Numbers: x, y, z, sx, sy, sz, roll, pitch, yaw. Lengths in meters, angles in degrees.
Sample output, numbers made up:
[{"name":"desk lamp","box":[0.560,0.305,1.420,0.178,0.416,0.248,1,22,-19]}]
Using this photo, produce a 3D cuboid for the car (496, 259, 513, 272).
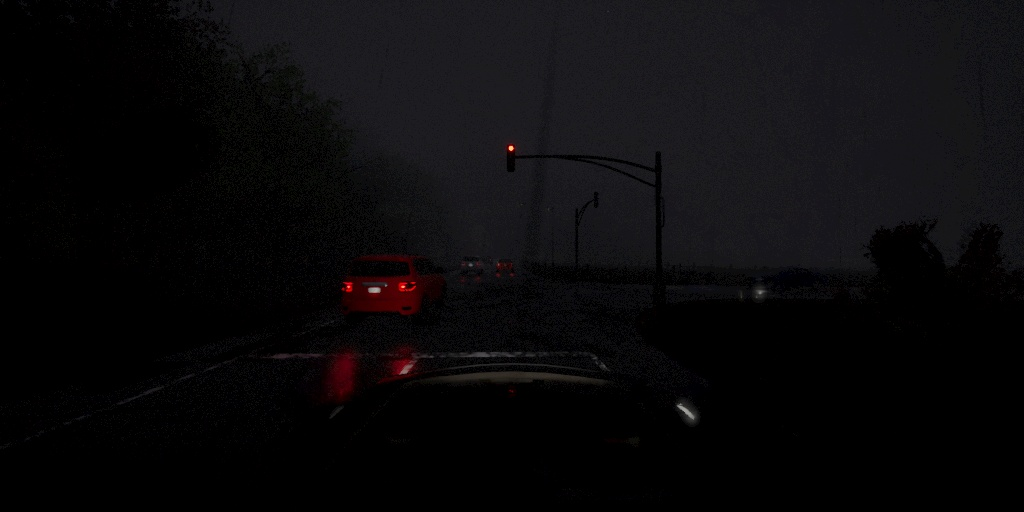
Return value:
[{"name":"car","box":[-0.925,1.106,46.084,2.097,1.767,4.553,0,0,-2]}]

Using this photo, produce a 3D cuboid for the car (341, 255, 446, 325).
[{"name":"car","box":[-3.646,0.975,12.024,2.150,2.045,5.566,0,0,-1]}]

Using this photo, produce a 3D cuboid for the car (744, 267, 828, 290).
[{"name":"car","box":[18.583,1.491,24.469,5.008,1.535,1.882,1,-1,-1]}]

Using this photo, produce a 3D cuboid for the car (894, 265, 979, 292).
[{"name":"car","box":[28.854,1.478,24.664,4.553,1.767,2.097,1,-1,-1]}]

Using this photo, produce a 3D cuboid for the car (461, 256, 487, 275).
[{"name":"car","box":[-4.280,0.976,39.479,2.150,2.045,5.566,0,0,-1]}]
